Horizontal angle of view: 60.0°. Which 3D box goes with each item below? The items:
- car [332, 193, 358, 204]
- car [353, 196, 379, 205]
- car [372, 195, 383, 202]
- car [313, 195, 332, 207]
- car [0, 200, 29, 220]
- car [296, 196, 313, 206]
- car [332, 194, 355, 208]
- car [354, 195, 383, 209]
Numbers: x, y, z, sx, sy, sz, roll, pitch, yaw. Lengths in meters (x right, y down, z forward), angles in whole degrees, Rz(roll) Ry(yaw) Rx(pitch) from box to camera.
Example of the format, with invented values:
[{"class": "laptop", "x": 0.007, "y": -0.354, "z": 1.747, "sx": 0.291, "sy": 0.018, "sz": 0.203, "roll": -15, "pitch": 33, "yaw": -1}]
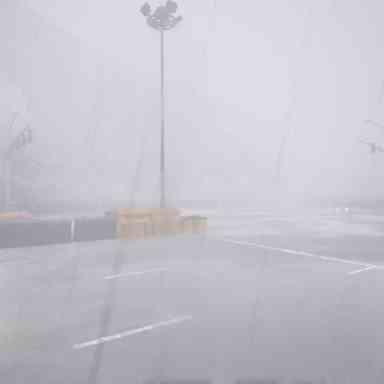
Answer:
[{"class": "car", "x": 26.267, "y": 1.136, "z": 57.164, "sx": 4.553, "sy": 1.767, "sz": 2.097, "roll": 0, "pitch": 0, "yaw": -35}, {"class": "car", "x": 28.526, "y": 1.346, "z": 54.467, "sx": 4.181, "sy": 1.385, "sz": 1.994, "roll": 0, "pitch": 0, "yaw": -34}, {"class": "car", "x": 37.584, "y": 1.262, "z": 65.186, "sx": 5.357, "sy": 1.411, "sz": 2.033, "roll": 0, "pitch": 0, "yaw": -36}, {"class": "car", "x": 20.395, "y": 1.178, "z": 48.698, "sx": 4.553, "sy": 1.767, "sz": 2.097, "roll": 0, "pitch": 0, "yaw": -35}, {"class": "car", "x": -11.091, "y": 1.352, "z": 17.577, "sx": 4.553, "sy": 1.767, "sz": 2.097, "roll": 0, "pitch": 0, "yaw": -36}, {"class": "car", "x": 18.126, "y": 1.319, "z": 51.378, "sx": 4.902, "sy": 1.511, "sz": 2.128, "roll": 0, "pitch": 0, "yaw": -36}, {"class": "car", "x": 21.943, "y": 1.376, "z": 45.512, "sx": 5.357, "sy": 1.411, "sz": 2.033, "roll": 0, "pitch": 0, "yaw": -36}, {"class": "car", "x": 22.902, "y": 1.360, "z": 41.890, "sx": 4.674, "sy": 1.442, "sz": 1.812, "roll": 0, "pitch": 0, "yaw": -35}]
